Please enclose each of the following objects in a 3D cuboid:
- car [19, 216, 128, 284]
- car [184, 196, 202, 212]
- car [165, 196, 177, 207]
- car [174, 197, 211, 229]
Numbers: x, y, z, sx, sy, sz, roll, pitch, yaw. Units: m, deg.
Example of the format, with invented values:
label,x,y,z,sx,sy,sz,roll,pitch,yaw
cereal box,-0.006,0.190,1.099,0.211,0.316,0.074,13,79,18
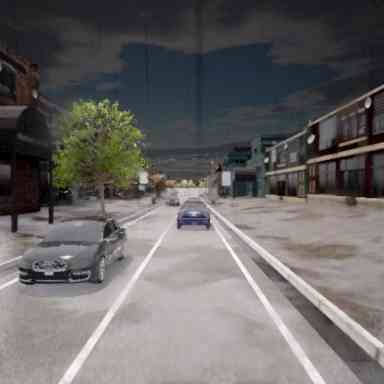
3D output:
label,x,y,z,sx,sy,sz,roll,pitch,yaw
car,-3.097,1.511,9.629,1.837,1.490,4.892,0,0,0
car,0.108,1.404,39.850,2.097,1.767,4.553,0,0,0
car,-3.051,1.355,52.385,2.097,1.767,4.553,0,0,0
car,0.105,1.389,22.160,2.097,1.767,4.553,0,0,0
